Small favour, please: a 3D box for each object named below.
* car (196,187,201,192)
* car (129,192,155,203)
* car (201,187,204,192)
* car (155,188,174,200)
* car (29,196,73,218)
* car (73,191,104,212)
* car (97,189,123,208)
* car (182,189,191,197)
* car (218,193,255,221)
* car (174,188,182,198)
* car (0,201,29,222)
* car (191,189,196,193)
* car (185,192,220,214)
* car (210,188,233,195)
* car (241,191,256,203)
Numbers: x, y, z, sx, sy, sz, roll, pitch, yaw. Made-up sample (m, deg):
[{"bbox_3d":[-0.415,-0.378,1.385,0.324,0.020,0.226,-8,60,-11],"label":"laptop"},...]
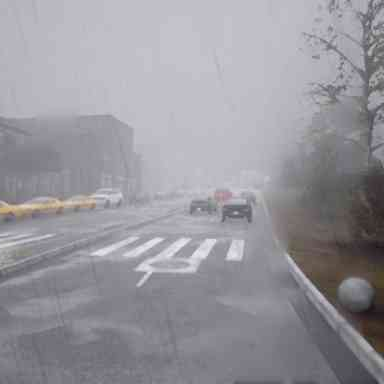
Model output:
[{"bbox_3d":[0.066,-0.062,85.365,2.185,1.767,4.553,0,1,11],"label":"car"},{"bbox_3d":[-7.358,0.746,47.481,2.163,1.488,4.792,0,1,11],"label":"car"},{"bbox_3d":[1.087,-0.029,90.575,1.946,1.575,5.366,0,1,11],"label":"car"},{"bbox_3d":[-5.223,0.530,58.359,2.231,1.521,4.892,0,1,11],"label":"car"},{"bbox_3d":[-11.656,1.092,25.520,1.946,1.575,5.366,0,1,11],"label":"car"},{"bbox_3d":[-10.595,0.999,30.941,1.946,1.575,5.366,0,1,11],"label":"car"},{"bbox_3d":[-9.477,0.652,36.636,2.435,2.045,5.566,0,1,11],"label":"car"},{"bbox_3d":[-2.412,0.279,73.001,2.231,1.521,4.892,0,1,12],"label":"car"},{"bbox_3d":[3.188,1.108,23.086,1.882,1.535,5.008,0,1,11],"label":"car"},{"bbox_3d":[-4.170,0.185,63.742,2.435,2.045,5.566,0,1,11],"label":"car"},{"bbox_3d":[-12.728,1.188,20.103,1.946,1.575,5.366,0,1,11],"label":"car"},{"bbox_3d":[-1.037,0.158,79.733,1.946,1.575,5.366,0,1,11],"label":"car"},{"bbox_3d":[1.006,1.056,28.821,1.837,1.490,4.892,0,1,11],"label":"car"},{"bbox_3d":[4.294,0.485,45.296,2.150,2.045,5.566,0,1,11],"label":"car"},{"bbox_3d":[7.012,0.647,42.309,2.097,1.767,4.553,0,1,11],"label":"car"}]
